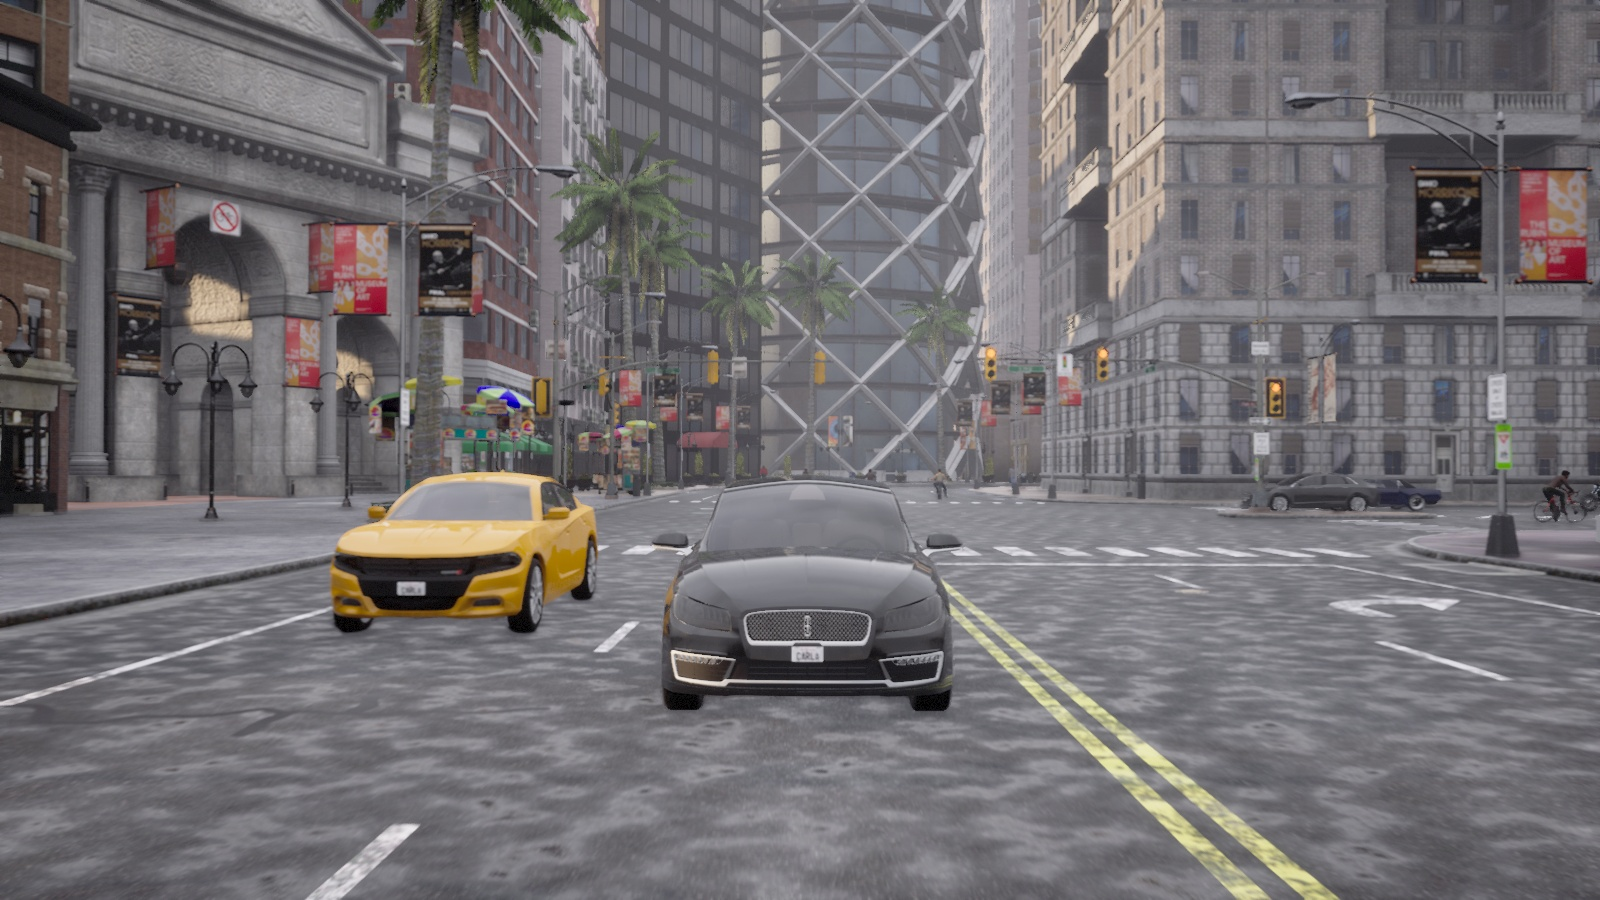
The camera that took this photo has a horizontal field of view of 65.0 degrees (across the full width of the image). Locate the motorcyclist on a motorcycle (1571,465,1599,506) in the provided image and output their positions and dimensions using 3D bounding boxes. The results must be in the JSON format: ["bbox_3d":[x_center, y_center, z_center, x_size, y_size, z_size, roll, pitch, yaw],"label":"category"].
[{"bbox_3d":[32.425,1.413,50.506,2.350,1.649,0.766,-1,-1,0],"label":"motorcyclist on a motorcycle"}]

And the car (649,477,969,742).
[{"bbox_3d":[0.058,0.967,9.671,1.837,1.490,4.892,0,-1,0],"label":"car"}]

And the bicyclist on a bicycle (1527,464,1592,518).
[{"bbox_3d":[23.567,1.274,38.967,1.656,1.620,0.582,1,-1,0],"label":"bicyclist on a bicycle"}]

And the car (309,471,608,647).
[{"bbox_3d":[-3.426,1.017,13.705,1.882,1.535,5.008,0,-1,0],"label":"car"}]

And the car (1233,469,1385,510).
[{"bbox_3d":[18.971,1.466,46.942,4.892,1.490,1.837,0,-1,0],"label":"car"}]

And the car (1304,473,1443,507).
[{"bbox_3d":[22.982,1.600,50.434,4.718,1.301,1.895,0,-1,0],"label":"car"}]
